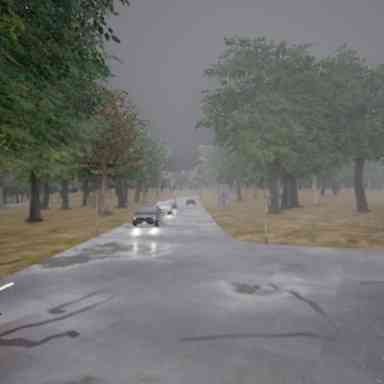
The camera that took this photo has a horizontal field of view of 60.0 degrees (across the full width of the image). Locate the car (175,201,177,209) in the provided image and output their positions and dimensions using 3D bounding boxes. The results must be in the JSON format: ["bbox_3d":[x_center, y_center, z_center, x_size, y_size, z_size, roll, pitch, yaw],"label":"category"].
[{"bbox_3d":[-3.223,1.818,50.471,1.812,1.442,4.674,0,0,0],"label":"car"}]

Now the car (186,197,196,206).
[{"bbox_3d":[-0.191,1.828,64.092,1.837,1.490,4.892,0,0,0],"label":"car"}]

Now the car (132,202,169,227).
[{"bbox_3d":[-3.168,1.715,24.805,2.033,1.411,5.357,1,-1,0],"label":"car"}]

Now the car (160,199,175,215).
[{"bbox_3d":[-3.206,1.768,37.178,1.812,1.442,4.674,0,0,0],"label":"car"}]
